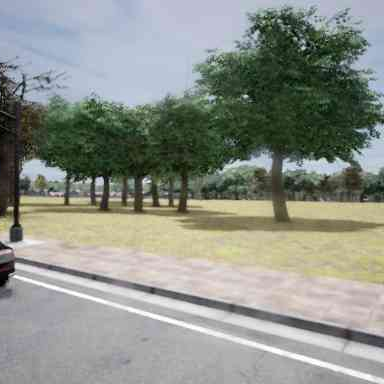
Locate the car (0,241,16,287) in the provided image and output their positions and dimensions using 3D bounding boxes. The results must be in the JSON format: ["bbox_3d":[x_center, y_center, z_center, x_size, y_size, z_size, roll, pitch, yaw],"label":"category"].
[{"bbox_3d":[-6.212,1.522,8.108,4.902,1.511,2.128,0,0,36],"label":"car"}]
